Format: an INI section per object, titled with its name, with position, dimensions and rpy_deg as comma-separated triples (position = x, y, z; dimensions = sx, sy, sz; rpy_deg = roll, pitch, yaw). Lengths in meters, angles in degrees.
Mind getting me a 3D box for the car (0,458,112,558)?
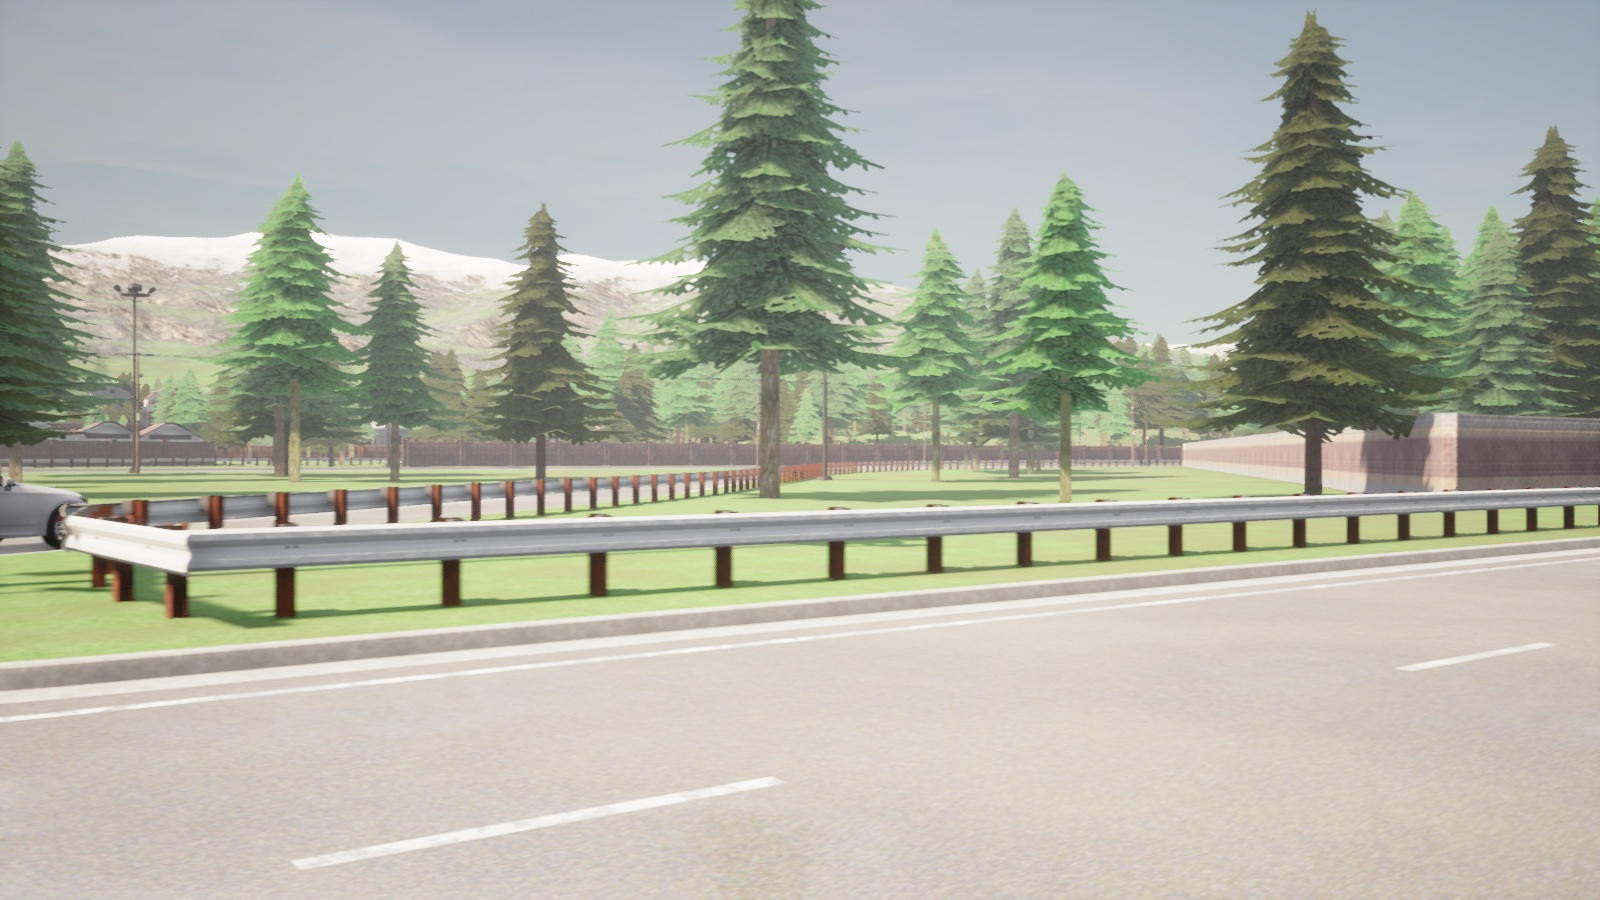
[car]
position = -12.518, 0.841, 17.981
dimensions = 1.812, 1.442, 4.674
rpy_deg = 0, 0, 19
